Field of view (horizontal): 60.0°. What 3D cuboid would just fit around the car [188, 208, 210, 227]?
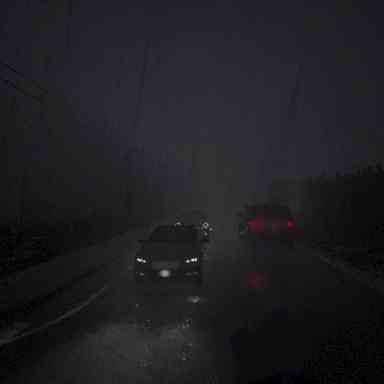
[{"bbox_3d":[0.728,2.307,30.734,1.837,1.490,4.892,-1,-1,4],"label":"car"}]

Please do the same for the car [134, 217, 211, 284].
[{"bbox_3d":[-0.514,1.787,10.570,2.128,1.511,4.902,-1,-1,3],"label":"car"}]

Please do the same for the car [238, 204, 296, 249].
[{"bbox_3d":[3.622,1.622,16.873,2.150,2.045,5.566,-1,-2,3],"label":"car"}]

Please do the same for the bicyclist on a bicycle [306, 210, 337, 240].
[{"bbox_3d":[7.050,1.830,18.191,1.656,1.620,0.582,-2,-2,3],"label":"bicyclist on a bicycle"}]

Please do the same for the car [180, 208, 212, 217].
[{"bbox_3d":[0.086,1.897,20.496,2.097,1.767,4.553,-1,-1,3],"label":"car"}]
